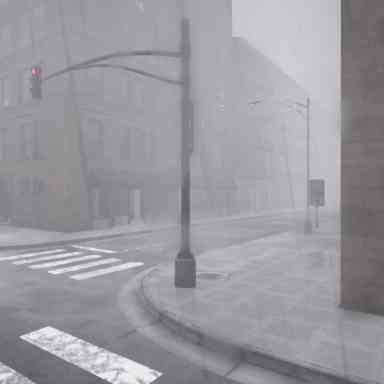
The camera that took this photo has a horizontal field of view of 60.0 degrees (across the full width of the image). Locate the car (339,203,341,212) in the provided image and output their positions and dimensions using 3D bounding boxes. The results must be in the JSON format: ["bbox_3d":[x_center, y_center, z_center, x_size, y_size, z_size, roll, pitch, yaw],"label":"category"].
[{"bbox_3d":[20.524,1.760,43.104,1.882,1.535,5.008,0,0,36],"label":"car"}]
